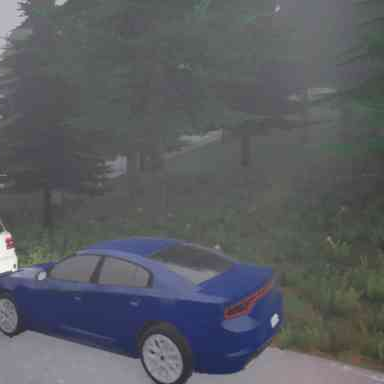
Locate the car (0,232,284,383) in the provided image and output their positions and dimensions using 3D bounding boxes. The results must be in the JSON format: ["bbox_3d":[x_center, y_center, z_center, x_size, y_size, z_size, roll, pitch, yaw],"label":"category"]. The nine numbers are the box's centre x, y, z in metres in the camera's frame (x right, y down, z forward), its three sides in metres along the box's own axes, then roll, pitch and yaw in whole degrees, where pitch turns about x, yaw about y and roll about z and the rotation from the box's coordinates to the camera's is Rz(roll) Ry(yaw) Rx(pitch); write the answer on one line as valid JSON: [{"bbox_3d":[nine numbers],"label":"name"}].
[{"bbox_3d":[-1.141,1.490,5.326,5.008,1.535,1.882,-2,1,30],"label":"car"}]

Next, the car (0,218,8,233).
[{"bbox_3d":[-6.957,1.522,8.133,5.566,2.045,2.150,-3,-1,21],"label":"car"}]
